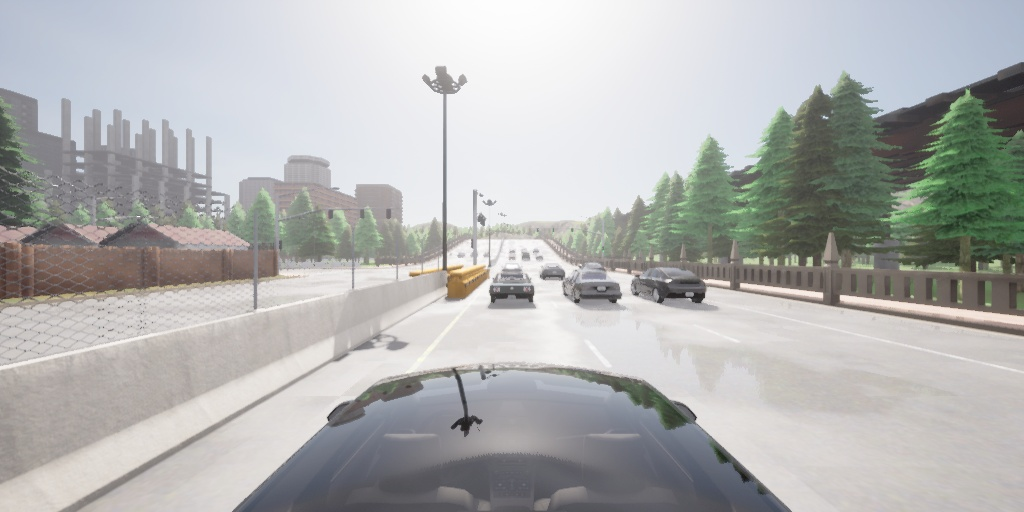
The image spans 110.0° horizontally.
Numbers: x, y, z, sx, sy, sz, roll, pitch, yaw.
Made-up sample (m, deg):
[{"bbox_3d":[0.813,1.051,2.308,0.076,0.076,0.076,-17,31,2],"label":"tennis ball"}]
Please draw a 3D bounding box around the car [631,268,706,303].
[{"bbox_3d":[7.000,1.265,16.535,1.837,1.490,4.892,0,0,0],"label":"car"}]

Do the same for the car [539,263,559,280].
[{"bbox_3d":[3.500,1.321,31.535,1.994,1.385,4.181,0,0,0],"label":"car"}]

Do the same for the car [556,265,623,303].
[{"bbox_3d":[3.500,1.311,16.535,2.033,1.411,5.357,0,0,0],"label":"car"}]

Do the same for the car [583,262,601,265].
[{"bbox_3d":[7.000,1.281,31.535,1.812,1.442,4.674,0,0,0],"label":"car"}]

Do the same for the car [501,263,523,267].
[{"bbox_3d":[0.000,1.321,31.535,1.994,1.385,4.181,0,0,0],"label":"car"}]

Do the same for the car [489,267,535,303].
[{"bbox_3d":[0.000,1.364,16.565,1.895,1.301,4.718,0,0,0],"label":"car"}]
